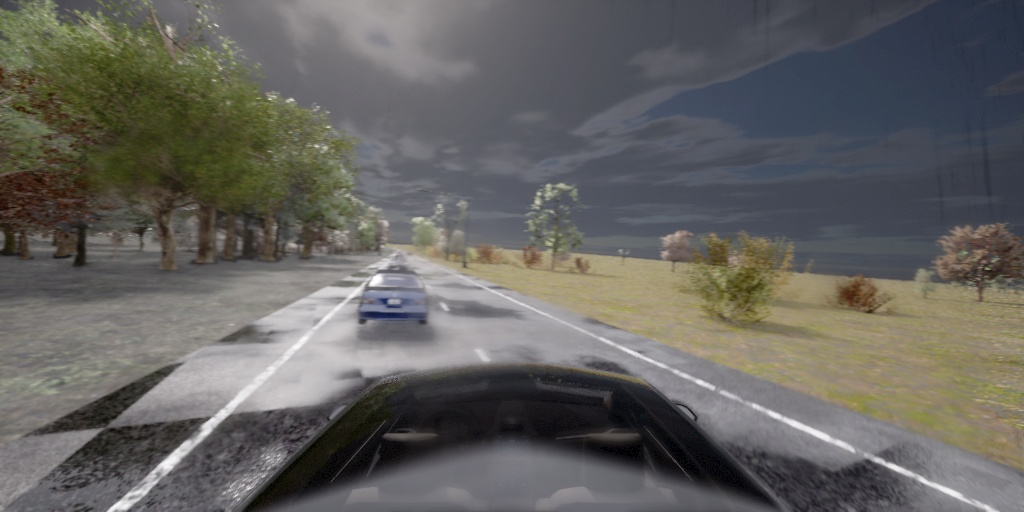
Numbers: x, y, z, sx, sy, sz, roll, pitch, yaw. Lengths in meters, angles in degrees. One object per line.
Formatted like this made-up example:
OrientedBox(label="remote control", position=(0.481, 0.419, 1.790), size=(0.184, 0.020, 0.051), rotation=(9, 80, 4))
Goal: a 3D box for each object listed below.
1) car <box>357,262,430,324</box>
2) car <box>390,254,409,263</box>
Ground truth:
OrientedBox(label="car", position=(-3.577, 1.115, 11.052), size=(2.033, 1.411, 5.357), rotation=(4, 0, -17))
OrientedBox(label="car", position=(-11.286, 0.794, 35.874), size=(1.895, 1.301, 4.718), rotation=(4, 0, -17))
